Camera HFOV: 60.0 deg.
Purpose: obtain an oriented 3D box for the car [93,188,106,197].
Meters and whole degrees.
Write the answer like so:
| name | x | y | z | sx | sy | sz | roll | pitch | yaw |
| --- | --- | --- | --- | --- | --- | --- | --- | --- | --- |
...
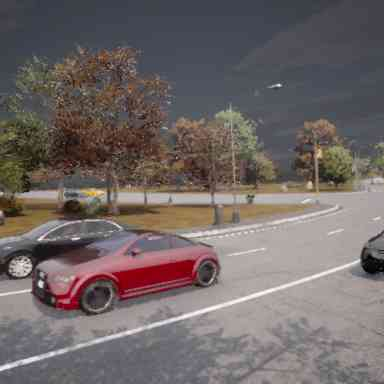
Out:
| name | x | y | z | sx | sy | sz | roll | pitch | yaw |
| --- | --- | --- | --- | --- | --- | --- | --- | --- | --- |
| car | -17.892 | 0.099 | 60.217 | 5.008 | 1.535 | 1.882 | 1 | 4 | 29 |

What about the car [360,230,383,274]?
| name | x | y | z | sx | sy | sz | roll | pitch | yaw |
| --- | --- | --- | --- | --- | --- | --- | --- | --- | --- |
| car | 6.401 | 1.462 | 9.176 | 4.181 | 1.385 | 1.994 | -1 | 0 | -40 |

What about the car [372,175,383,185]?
| name | x | y | z | sx | sy | sz | roll | pitch | yaw |
| --- | --- | --- | --- | --- | --- | --- | --- | --- | --- |
| car | 42.283 | -2.740 | 75.798 | 2.150 | 2.045 | 5.566 | -2 | 2 | 26 |

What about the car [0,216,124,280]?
| name | x | y | z | sx | sy | sz | roll | pitch | yaw |
| --- | --- | --- | --- | --- | --- | --- | --- | --- | --- |
| car | -3.764 | 1.525 | 10.112 | 4.892 | 1.490 | 1.837 | 0 | 0 | -38 |

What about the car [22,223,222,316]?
| name | x | y | z | sx | sy | sz | roll | pitch | yaw |
| --- | --- | --- | --- | --- | --- | --- | --- | --- | --- |
| car | -1.319 | 1.568 | 7.600 | 4.181 | 1.385 | 1.994 | 0 | 0 | -38 |

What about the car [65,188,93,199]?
| name | x | y | z | sx | sy | sz | roll | pitch | yaw |
| --- | --- | --- | --- | --- | --- | --- | --- | --- | --- |
| car | -19.881 | 0.346 | 57.332 | 4.674 | 1.442 | 1.812 | 1 | 4 | 30 |
